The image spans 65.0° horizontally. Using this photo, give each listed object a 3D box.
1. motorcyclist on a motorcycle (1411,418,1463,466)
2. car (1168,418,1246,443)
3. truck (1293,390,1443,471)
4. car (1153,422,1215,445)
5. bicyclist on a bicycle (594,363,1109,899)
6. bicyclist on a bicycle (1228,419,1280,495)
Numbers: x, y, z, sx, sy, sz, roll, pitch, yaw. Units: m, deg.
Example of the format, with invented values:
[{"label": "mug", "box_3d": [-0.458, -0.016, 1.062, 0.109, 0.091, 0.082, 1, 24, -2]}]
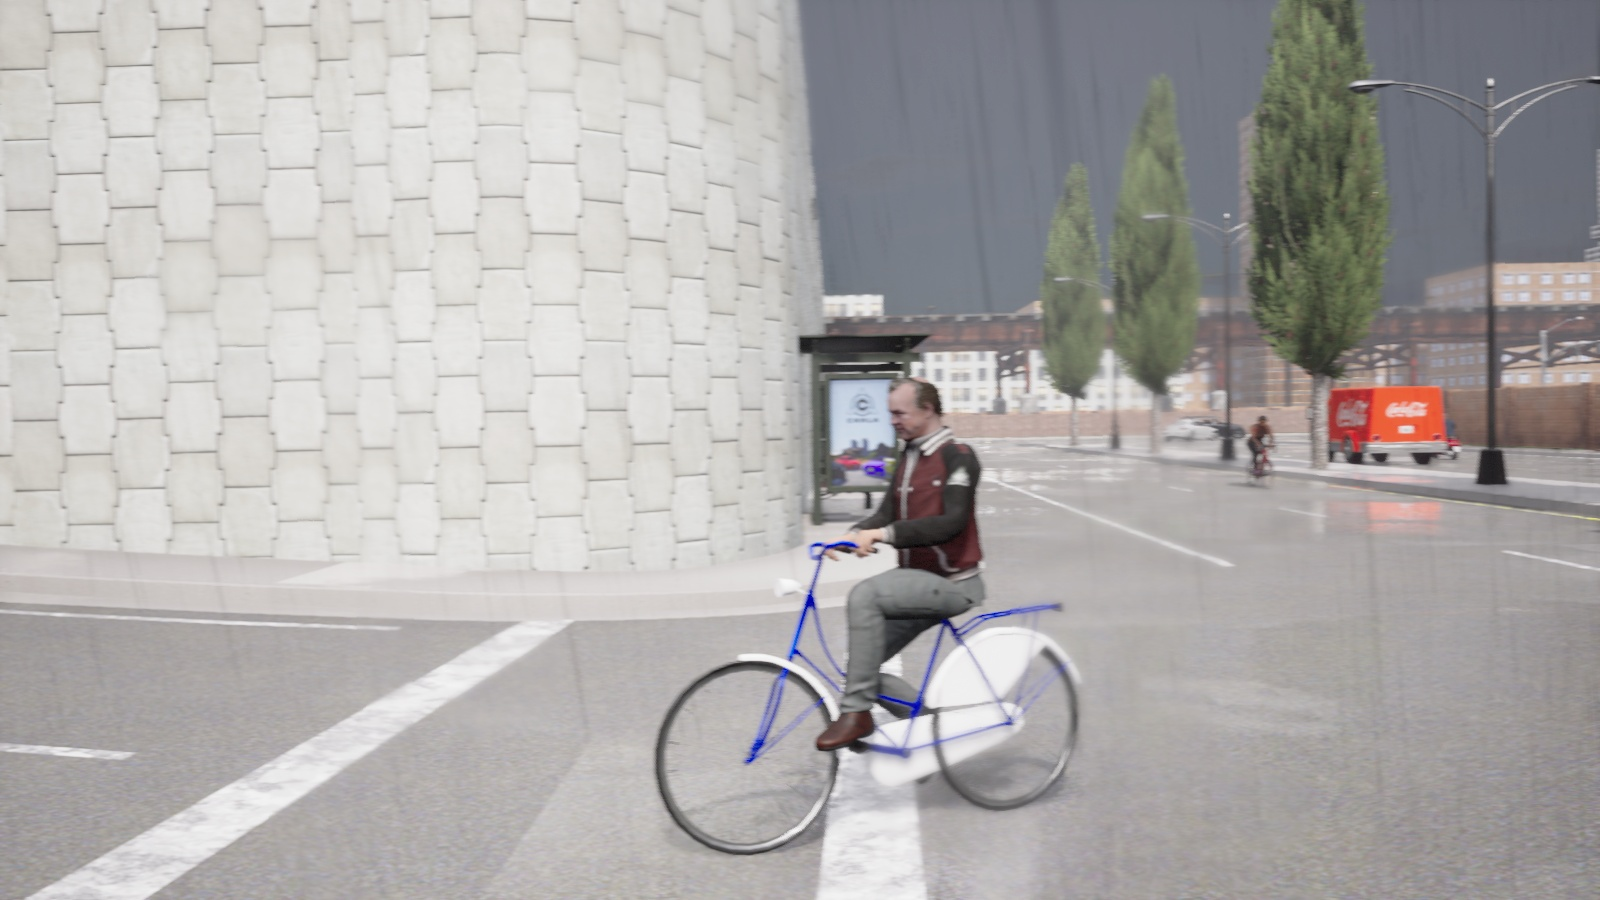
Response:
[{"label": "motorcyclist on a motorcycle", "box_3d": [21.916, -0.289, 43.238, 0.866, 1.590, 1.817, 0, 1, 1]}, {"label": "car", "box_3d": [27.999, -1.378, 86.473, 4.611, 1.667, 2.242, -1, 1, -3]}, {"label": "truck", "box_3d": [18.358, -0.651, 40.933, 2.627, 2.467, 5.204, 0, 1, 1]}, {"label": "car", "box_3d": [25.111, -1.078, 82.026, 4.674, 1.442, 1.812, -2, 1, -44]}, {"label": "bicyclist on a bicycle", "box_3d": [0.211, 0.599, 4.817, 1.843, 1.776, 0.659, -1, -1, -24]}, {"label": "bicyclist on a bicycle", "box_3d": [10.054, 0.135, 27.855, 0.582, 1.620, 1.656, 0, 2, 1]}]
